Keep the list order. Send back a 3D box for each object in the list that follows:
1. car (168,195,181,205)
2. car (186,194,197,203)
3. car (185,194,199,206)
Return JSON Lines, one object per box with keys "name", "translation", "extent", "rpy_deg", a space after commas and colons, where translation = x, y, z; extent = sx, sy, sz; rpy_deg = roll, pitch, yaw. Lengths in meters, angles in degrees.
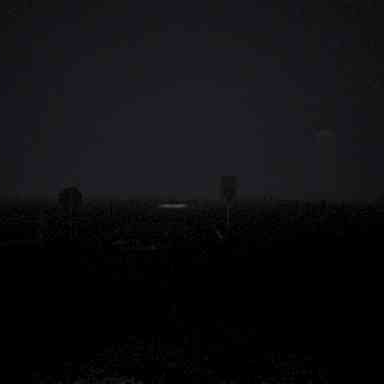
{"name": "car", "translation": [-2.795, 1.156, 53.154], "extent": [1.882, 1.535, 5.008], "rpy_deg": [0, 0, 0]}
{"name": "car", "translation": [-0.049, 1.133, 58.988], "extent": [1.837, 1.490, 4.892], "rpy_deg": [0, 0, 0]}
{"name": "car", "translation": [-0.040, 1.215, 48.983], "extent": [1.812, 1.442, 4.674], "rpy_deg": [0, 0, 0]}
